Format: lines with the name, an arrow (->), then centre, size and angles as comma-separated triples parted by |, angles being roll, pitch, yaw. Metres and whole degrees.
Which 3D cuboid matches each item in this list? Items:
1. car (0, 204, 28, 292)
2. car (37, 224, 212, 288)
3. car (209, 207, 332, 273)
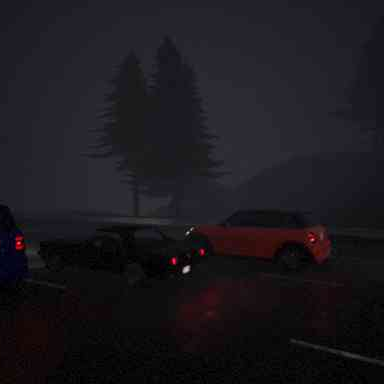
car -> -6.099, 1.216, 7.388 | 5.566, 2.045, 2.150 | 0, 0, 29
car -> -2.049, 1.572, 9.095 | 4.718, 1.301, 1.895 | 0, 0, 31
car -> 1.927, 1.300, 10.672 | 4.553, 1.767, 2.097 | 0, 0, 33
